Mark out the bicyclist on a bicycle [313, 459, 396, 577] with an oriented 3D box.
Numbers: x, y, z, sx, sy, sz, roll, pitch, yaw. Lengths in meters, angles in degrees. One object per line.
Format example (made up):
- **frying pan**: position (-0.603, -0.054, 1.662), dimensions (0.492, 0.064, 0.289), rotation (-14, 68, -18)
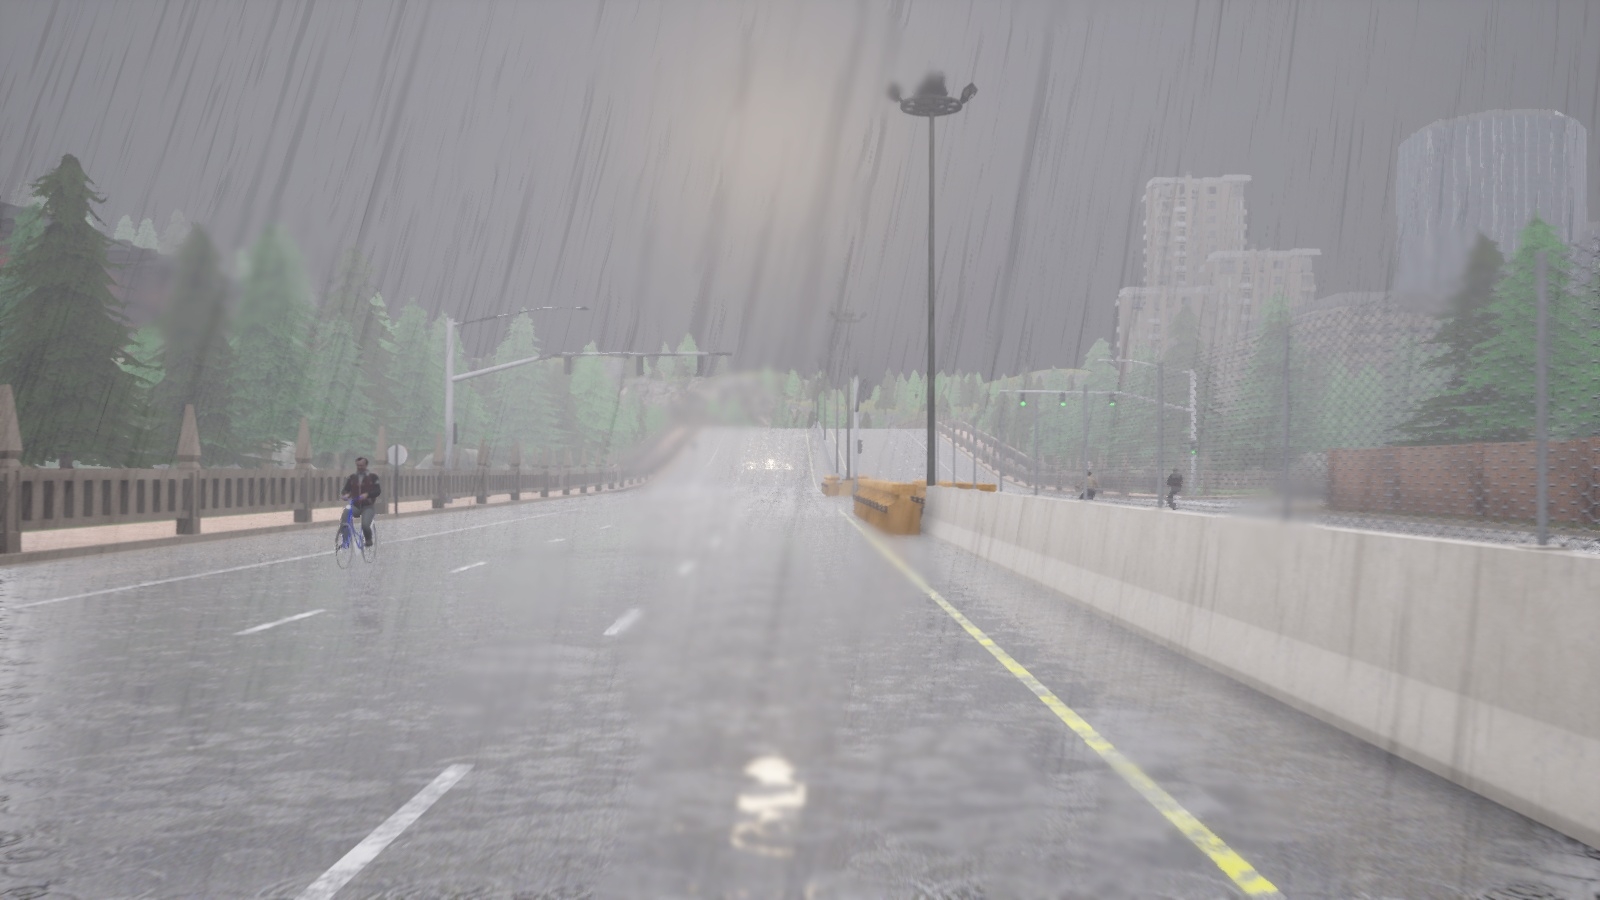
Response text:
- **bicyclist on a bicycle**: position (-7.053, 1.048, 19.963), dimensions (0.659, 1.776, 1.843), rotation (0, -1, 0)
